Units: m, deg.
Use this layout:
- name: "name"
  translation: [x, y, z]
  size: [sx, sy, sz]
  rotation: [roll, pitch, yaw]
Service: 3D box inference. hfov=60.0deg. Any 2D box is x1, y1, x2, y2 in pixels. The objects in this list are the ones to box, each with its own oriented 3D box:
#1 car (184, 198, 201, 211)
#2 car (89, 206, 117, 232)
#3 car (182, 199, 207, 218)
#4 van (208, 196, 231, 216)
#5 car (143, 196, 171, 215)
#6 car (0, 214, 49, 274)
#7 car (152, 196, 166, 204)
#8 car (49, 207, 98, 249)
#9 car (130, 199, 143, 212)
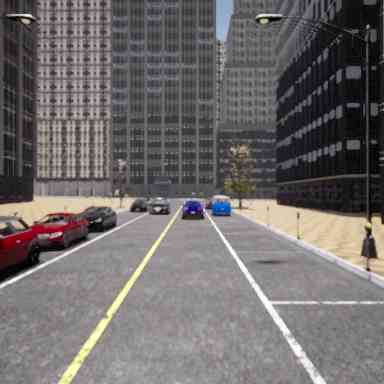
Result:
- name: "car"
  translation: [0.056, 1.497, 40.625]
  size: [1.895, 1.301, 4.718]
  rotation: [0, 0, 0]
- name: "car"
  translation: [-5.688, 1.516, 19.928]
  size: [1.947, 1.339, 4.313]
  rotation: [1, 0, 0]
- name: "car"
  translation: [0.081, 1.453, 28.731]
  size: [1.812, 1.442, 4.674]
  rotation: [0, 0, 0]
- name: "van"
  translation: [2.693, 1.262, 31.209]
  size: [1.690, 1.788, 3.998]
  rotation: [1, 0, 0]
- name: "car"
  translation: [-3.108, 1.409, 32.578]
  size: [2.128, 1.511, 4.902]
  rotation: [0, 0, 0]
- name: "car"
  translation: [-5.683, 1.418, 8.643]
  size: [1.967, 1.590, 4.097]
  rotation: [1, 0, 0]
- name: "car"
  translation: [-5.828, 1.395, 59.425]
  size: [2.008, 1.369, 4.403]
  rotation: [1, 0, 0]
- name: "car"
  translation: [-5.686, 1.546, 14.286]
  size: [1.802, 1.307, 4.206]
  rotation: [1, 0, 0]
- name: "car"
  translation: [-5.693, 1.472, 36.856]
  size: [1.947, 1.339, 4.313]
  rotation: [1, 0, 0]
